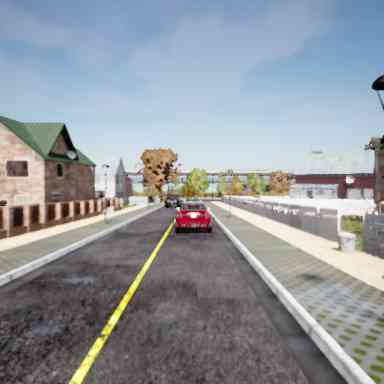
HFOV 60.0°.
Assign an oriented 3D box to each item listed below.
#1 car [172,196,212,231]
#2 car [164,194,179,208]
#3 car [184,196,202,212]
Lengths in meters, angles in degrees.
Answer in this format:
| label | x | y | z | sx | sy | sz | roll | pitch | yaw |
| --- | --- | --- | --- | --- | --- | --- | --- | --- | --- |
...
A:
| label | x | y | z | sx | sy | sz | roll | pitch | yaw |
| --- | --- | --- | --- | --- | --- | --- | --- | --- | --- |
| car | 0.091 | 1.356 | 20.513 | 2.097 | 1.767 | 4.553 | 0 | 0 | 0 |
| car | -2.780 | 1.258 | 48.654 | 2.150 | 2.045 | 5.566 | 0 | -1 | 0 |
| car | 0.092 | 1.372 | 39.757 | 2.097 | 1.767 | 4.553 | 0 | 0 | 0 |
